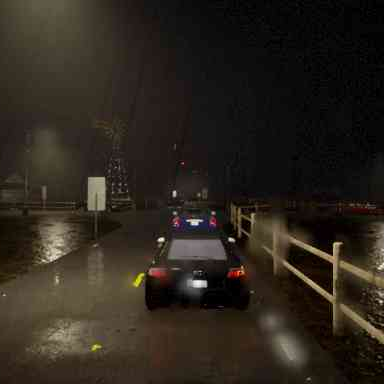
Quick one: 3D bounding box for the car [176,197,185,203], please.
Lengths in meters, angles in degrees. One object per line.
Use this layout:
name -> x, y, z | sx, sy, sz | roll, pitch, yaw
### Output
car -> -2.658, 1.933, 76.635 | 1.895, 1.301, 4.718 | 0, 0, 0

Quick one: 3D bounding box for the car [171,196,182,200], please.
car -> -2.757, 1.677, 57.167 | 1.882, 1.535, 5.008 | 0, 0, 0

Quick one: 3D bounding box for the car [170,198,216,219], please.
car -> 0.115, 1.380, 16.447 | 2.097, 1.767, 4.553 | 0, 0, 0

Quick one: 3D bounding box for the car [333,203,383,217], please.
car -> 17.208, 1.852, 34.021 | 4.181, 1.385, 1.994 | 1, -2, 0

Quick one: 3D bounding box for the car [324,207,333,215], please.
car -> 17.892, 1.950, 37.724 | 5.357, 1.411, 2.033 | 1, -2, 0

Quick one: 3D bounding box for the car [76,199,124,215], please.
car -> -8.949, 1.376, 32.459 | 5.008, 1.535, 1.882 | 1, -3, 23

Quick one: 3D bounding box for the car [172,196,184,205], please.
car -> -2.702, 1.613, 66.416 | 2.097, 1.767, 4.553 | 0, 0, 1

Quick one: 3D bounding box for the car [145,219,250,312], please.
car -> 0.106, 1.573, 7.804 | 1.994, 1.385, 4.181 | 0, 0, 0

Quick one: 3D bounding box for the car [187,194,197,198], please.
car -> 0.099, 1.598, 81.026 | 2.150, 2.045, 5.566 | 0, 0, 0
